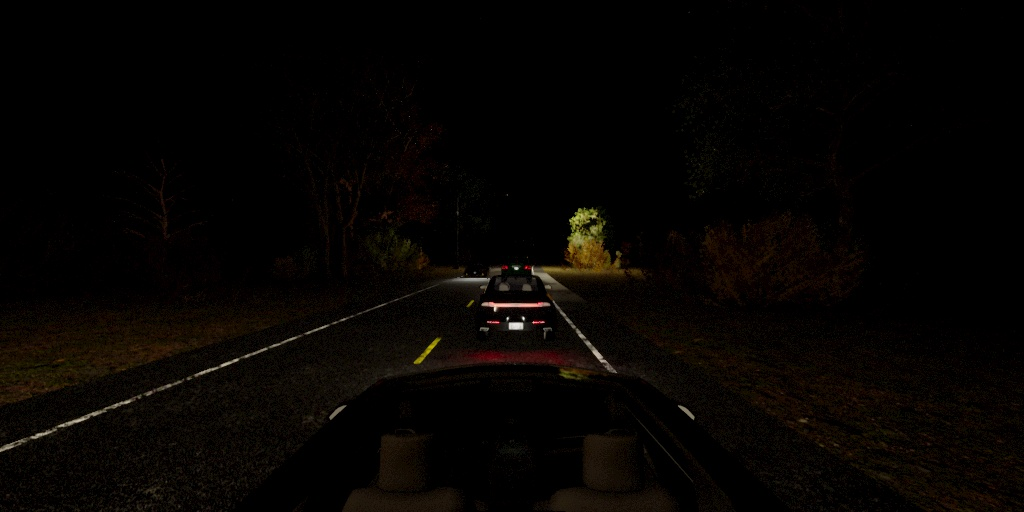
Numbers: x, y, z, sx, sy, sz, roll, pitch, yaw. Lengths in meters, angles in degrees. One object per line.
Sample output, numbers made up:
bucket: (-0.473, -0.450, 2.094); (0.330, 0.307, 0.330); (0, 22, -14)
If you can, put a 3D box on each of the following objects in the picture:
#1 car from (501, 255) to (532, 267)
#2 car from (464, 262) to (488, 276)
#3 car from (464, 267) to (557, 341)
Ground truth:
car: (0.350, 0.950, 27.185); (2.150, 2.045, 5.566); (0, 0, 1)
car: (-3.174, 1.281, 33.327); (1.994, 1.385, 4.181); (0, 0, 2)
car: (0.101, 1.236, 9.842); (2.128, 1.511, 4.902); (0, 0, 0)
